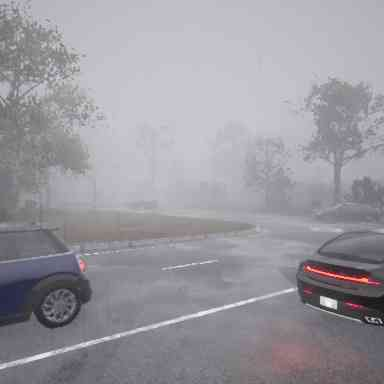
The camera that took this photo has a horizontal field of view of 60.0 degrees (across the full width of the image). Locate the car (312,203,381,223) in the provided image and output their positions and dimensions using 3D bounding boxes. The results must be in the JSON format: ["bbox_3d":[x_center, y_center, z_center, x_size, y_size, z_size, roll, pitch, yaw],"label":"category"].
[{"bbox_3d":[11.336,1.525,24.555,4.674,1.442,1.812,0,1,8],"label":"car"}]

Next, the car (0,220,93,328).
[{"bbox_3d":[-4.082,1.352,5.367,4.553,1.767,2.097,0,0,-35],"label":"car"}]

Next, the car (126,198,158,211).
[{"bbox_3d":[-6.463,1.542,42.421,5.008,1.535,1.882,-1,0,44],"label":"car"}]

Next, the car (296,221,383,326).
[{"bbox_3d":[4.144,1.505,6.671,4.892,1.490,1.837,0,0,-35],"label":"car"}]
